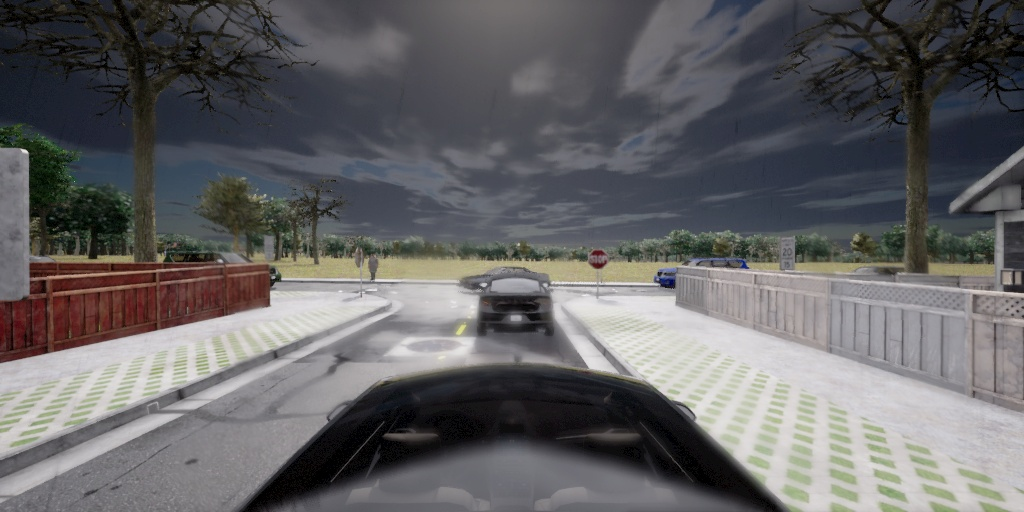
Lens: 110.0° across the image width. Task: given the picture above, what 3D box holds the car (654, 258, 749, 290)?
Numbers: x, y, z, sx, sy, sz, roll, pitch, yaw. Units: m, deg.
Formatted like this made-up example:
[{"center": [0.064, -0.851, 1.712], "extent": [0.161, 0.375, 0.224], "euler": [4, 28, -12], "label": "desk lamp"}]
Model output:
[{"center": [11.861, 1.148, 22.388], "extent": [5.566, 2.045, 2.150], "euler": [1, 0, 0], "label": "car"}]

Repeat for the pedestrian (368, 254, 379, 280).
[{"center": [-9.732, 0.748, 25.115], "extent": [0.375, 1.860, 0.375], "euler": [0, -1, 0], "label": "pedestrian"}]

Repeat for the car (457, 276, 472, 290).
[{"center": [-0.332, 1.310, 20.366], "extent": [5.357, 1.411, 2.033], "euler": [1, 0, -29], "label": "car"}]

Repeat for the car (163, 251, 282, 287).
[{"center": [-15.546, 0.765, 19.206], "extent": [5.566, 2.045, 2.150], "euler": [1, 0, 0], "label": "car"}]

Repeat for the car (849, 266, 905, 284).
[{"center": [22.575, 1.428, 22.468], "extent": [4.553, 1.767, 2.097], "euler": [1, 0, 0], "label": "car"}]

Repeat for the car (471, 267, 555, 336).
[{"center": [0.087, 1.226, 10.418], "extent": [1.882, 1.535, 5.008], "euler": [0, 0, 0], "label": "car"}]

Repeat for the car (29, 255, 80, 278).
[{"center": [-25.741, 0.737, 19.129], "extent": [4.553, 1.767, 2.097], "euler": [1, 0, -1], "label": "car"}]
